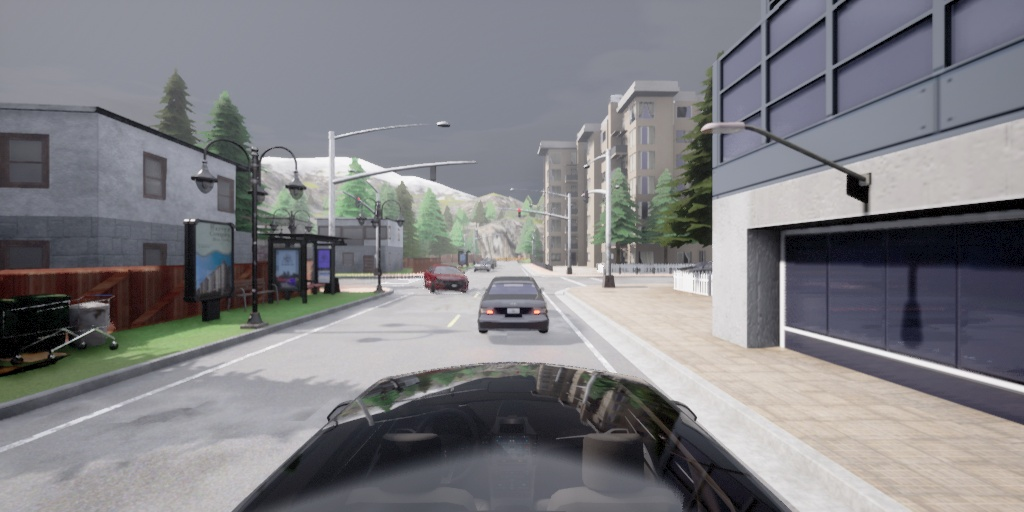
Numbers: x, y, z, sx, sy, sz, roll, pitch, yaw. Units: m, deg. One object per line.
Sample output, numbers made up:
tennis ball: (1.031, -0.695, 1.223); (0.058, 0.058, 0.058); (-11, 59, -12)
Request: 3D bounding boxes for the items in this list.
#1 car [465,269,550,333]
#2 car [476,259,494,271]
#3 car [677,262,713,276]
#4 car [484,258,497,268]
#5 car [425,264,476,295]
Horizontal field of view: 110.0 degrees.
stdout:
car: (0.040, 1.295, 10.668); (2.033, 1.411, 5.357); (0, 0, 0)
car: (-3.735, 1.337, 45.377); (1.895, 1.301, 4.718); (0, 0, 0)
car: (16.598, 1.248, 30.669); (4.902, 1.511, 2.128); (0, 0, -2)
car: (-3.758, 1.085, 55.230); (2.097, 1.767, 4.553); (0, 0, 0)
car: (-3.770, 1.220, 20.375); (1.882, 1.535, 5.008); (2, -1, -21)
